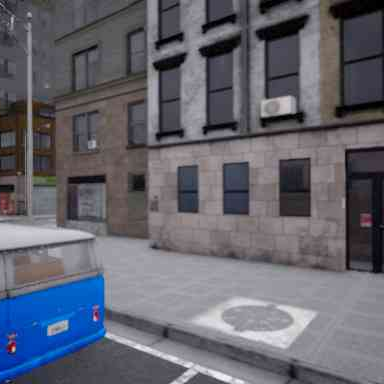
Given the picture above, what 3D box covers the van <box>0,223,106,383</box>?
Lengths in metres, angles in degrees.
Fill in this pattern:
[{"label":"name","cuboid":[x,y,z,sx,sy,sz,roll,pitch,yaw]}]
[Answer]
[{"label":"van","cuboid":[-3.089,1.382,5.011,3.998,1.788,1.690,-1,0,35]}]
